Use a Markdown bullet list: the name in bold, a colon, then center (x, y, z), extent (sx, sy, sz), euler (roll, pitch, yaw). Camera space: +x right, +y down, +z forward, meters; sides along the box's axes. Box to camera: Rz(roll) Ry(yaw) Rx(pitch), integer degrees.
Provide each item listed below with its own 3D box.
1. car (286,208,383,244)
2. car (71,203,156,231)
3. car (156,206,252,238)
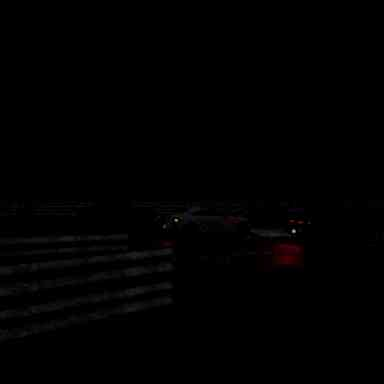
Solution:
- **car**: center (6.770, 1.522, 15.694), extent (4.892, 1.490, 1.837), euler (1, 0, -22)
- **car**: center (-4.195, 1.371, 18.816), extent (5.008, 1.535, 1.882), euler (1, 0, -22)
- **car**: center (0.813, 1.475, 17.065), extent (4.674, 1.442, 1.812), euler (1, 0, -22)
